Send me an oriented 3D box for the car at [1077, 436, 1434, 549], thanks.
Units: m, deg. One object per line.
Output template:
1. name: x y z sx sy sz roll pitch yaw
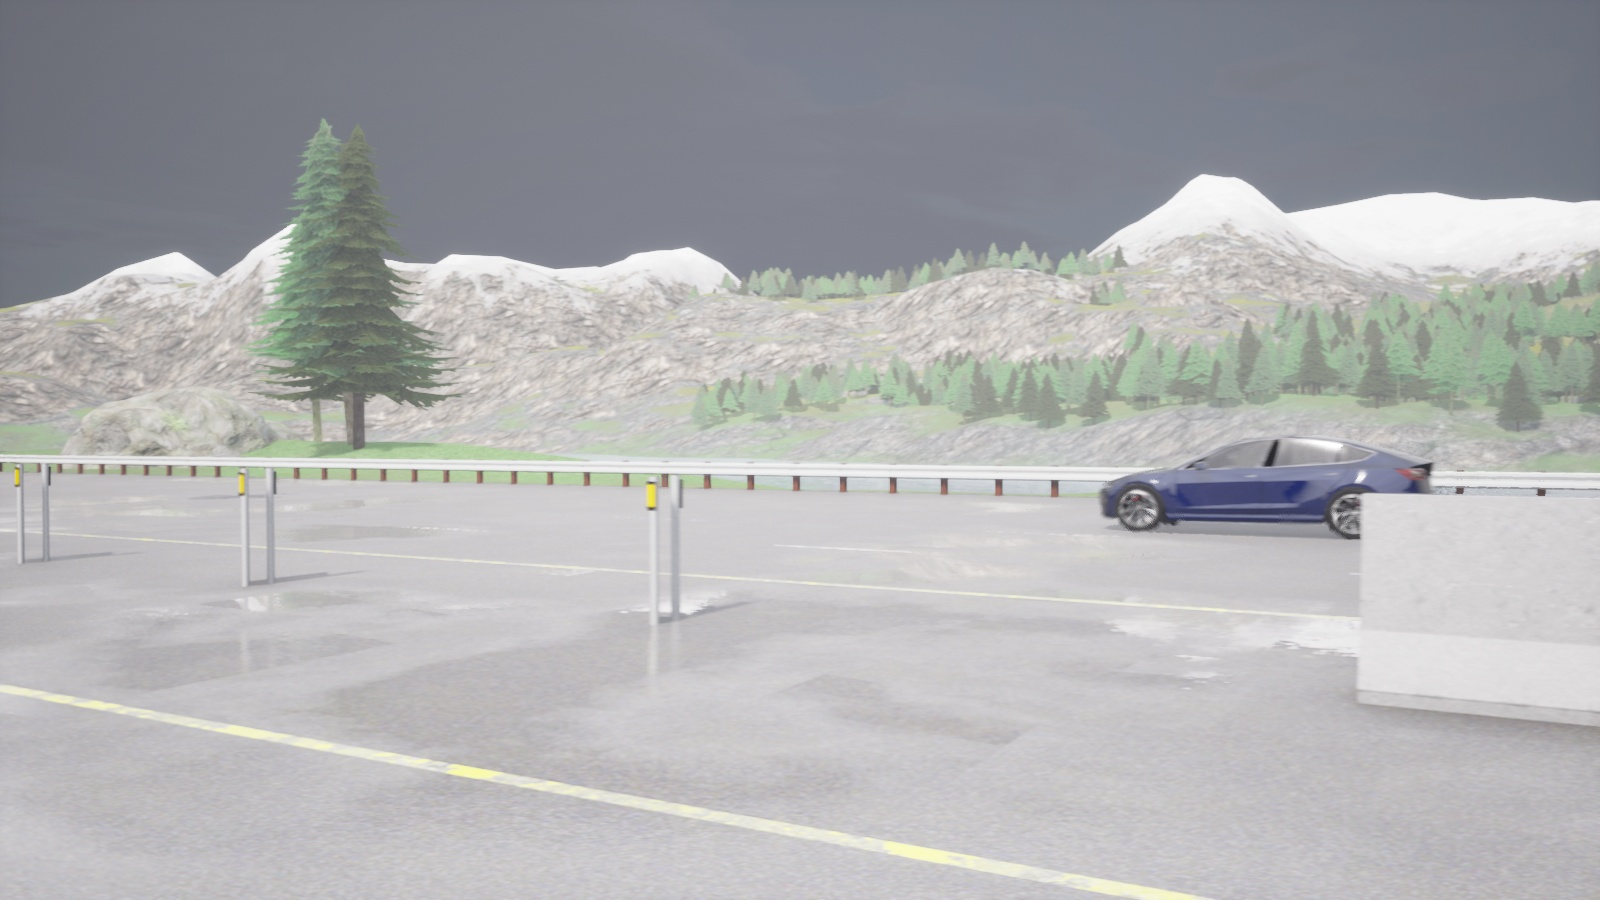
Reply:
1. car: 6.886 0.553 19.106 4.792 1.488 2.163 1 1 30
